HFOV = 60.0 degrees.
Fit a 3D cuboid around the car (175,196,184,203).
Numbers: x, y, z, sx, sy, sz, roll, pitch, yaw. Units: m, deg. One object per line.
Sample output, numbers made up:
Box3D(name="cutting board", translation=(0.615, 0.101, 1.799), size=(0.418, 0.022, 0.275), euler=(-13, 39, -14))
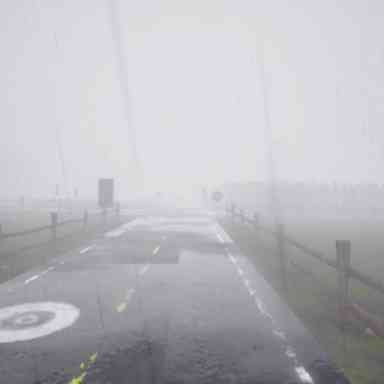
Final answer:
Box3D(name="car", translation=(-2.770, 1.550, 72.730), size=(1.812, 1.442, 4.674), euler=(0, 0, 0))
